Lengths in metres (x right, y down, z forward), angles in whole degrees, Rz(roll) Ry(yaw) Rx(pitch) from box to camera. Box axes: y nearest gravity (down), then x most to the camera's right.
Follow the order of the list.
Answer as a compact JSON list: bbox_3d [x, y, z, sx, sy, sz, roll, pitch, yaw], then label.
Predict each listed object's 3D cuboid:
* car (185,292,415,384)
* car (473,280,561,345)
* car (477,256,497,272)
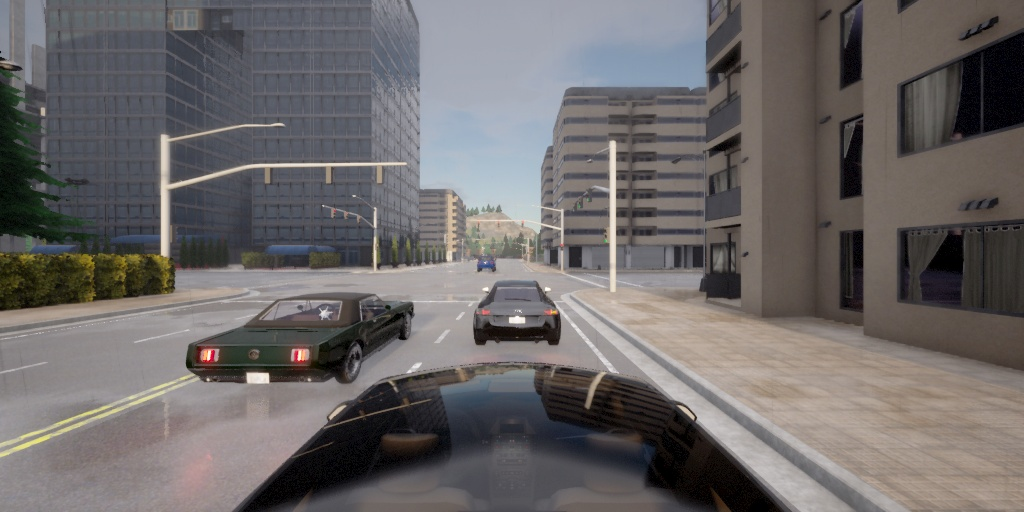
[{"bbox_3d":[-3.384,1.351,7.025,1.895,1.301,4.718,0,0,0],"label":"car"},{"bbox_3d":[0.126,1.314,9.504,1.994,1.385,4.181,0,0,1],"label":"car"},{"bbox_3d":[-3.232,0.971,46.263,2.150,2.045,5.566,0,0,0],"label":"car"}]
